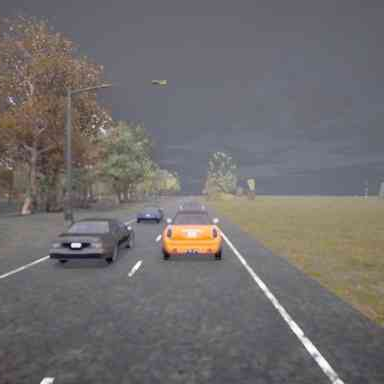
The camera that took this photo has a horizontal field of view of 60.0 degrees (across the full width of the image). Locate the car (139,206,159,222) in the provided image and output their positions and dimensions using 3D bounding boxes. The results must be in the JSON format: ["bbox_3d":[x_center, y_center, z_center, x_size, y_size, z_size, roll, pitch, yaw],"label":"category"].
[{"bbox_3d":[-3.474,1.860,28.424,1.994,1.385,4.181,0,0,0],"label":"car"}]

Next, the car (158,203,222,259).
[{"bbox_3d":[0.025,1.491,13.443,2.097,1.767,4.553,0,-1,1],"label":"car"}]

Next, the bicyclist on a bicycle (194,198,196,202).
[{"bbox_3d":[0.969,2.414,92.393,0.582,1.620,1.656,0,-1,0],"label":"bicyclist on a bicycle"}]

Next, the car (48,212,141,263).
[{"bbox_3d":[-3.488,1.679,12.549,2.033,1.411,5.357,0,-1,0],"label":"car"}]
